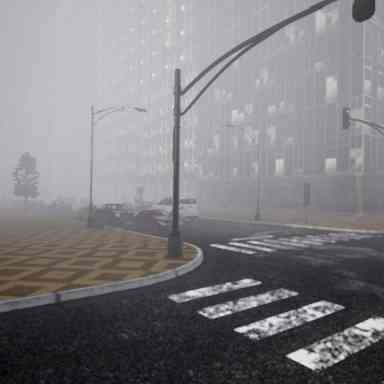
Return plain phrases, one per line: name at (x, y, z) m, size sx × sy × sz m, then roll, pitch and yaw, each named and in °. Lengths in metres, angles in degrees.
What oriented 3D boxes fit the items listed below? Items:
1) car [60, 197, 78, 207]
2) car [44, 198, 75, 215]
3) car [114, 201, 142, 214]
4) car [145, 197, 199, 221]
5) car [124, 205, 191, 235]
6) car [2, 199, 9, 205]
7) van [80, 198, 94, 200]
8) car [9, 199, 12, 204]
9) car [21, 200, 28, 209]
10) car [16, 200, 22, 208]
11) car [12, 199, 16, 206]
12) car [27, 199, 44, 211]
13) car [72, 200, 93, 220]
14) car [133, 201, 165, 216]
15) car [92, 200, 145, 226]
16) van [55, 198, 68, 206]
car at (-24.535, 2.024, 66.190) m, size 2.192 × 1.841 × 5.009 m, roll 1°, pitch -1°, yaw -35°
car at (-15.140, 1.732, 38.093) m, size 1.967 × 1.590 × 4.097 m, roll 1°, pitch -1°, yaw -35°
car at (-8.365, 1.962, 43.027) m, size 1.752 × 1.417 × 4.829 m, roll 1°, pitch -1°, yaw -35°
car at (-1.610, 1.465, 28.872) m, size 2.150 × 2.045 × 5.566 m, roll 1°, pitch -1°, yaw -35°
car at (-2.126, 1.656, 19.451) m, size 1.802 × 1.307 × 4.206 m, roll 1°, pitch -1°, yaw -35°
car at (-41.167, 2.281, 75.372) m, size 2.008 × 1.369 × 4.403 m, roll 1°, pitch -1°, yaw -35°
van at (-18.028, 1.940, 56.870) m, size 1.690 × 1.788 × 3.998 m, roll 1°, pitch -1°, yaw -35°
car at (-34.660, 2.203, 66.051) m, size 1.802 × 1.307 × 4.206 m, roll 1°, pitch -1°, yaw -35°
car at (-24.900, 2.022, 52.071) m, size 1.947 × 1.339 × 4.313 m, roll 1°, pitch -1°, yaw -35°
car at (-28.153, 2.056, 56.732) m, size 1.887 × 1.381 × 4.507 m, roll 1°, pitch -1°, yaw -35°
car at (-31.407, 2.117, 61.391) m, size 2.008 × 1.369 × 4.403 m, roll 1°, pitch -1°, yaw -35°
car at (-21.646, 1.952, 47.412) m, size 2.008 × 1.369 × 4.403 m, roll 1°, pitch -1°, yaw -35°
car at (-8.535, 1.707, 28.633) m, size 1.752 × 1.417 × 4.829 m, roll 1°, pitch -1°, yaw -35°
car at (-5.015, 1.820, 38.229) m, size 1.967 × 1.590 × 4.097 m, roll 1°, pitch -1°, yaw -35°
car at (-5.379, 1.568, 24.113) m, size 1.967 × 1.590 × 4.097 m, roll 1°, pitch -1°, yaw -35°
van at (-27.789, 2.105, 70.850) m, size 1.690 × 1.788 × 3.998 m, roll 1°, pitch -1°, yaw -35°
